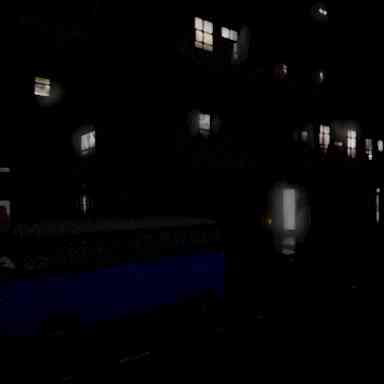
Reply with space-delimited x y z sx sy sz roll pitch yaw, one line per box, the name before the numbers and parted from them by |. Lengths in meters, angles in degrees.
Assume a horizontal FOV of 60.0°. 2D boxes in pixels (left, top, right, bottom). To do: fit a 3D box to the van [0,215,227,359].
van | -1.257 1.340 5.674 3.998 1.788 1.690 0 0 -35
